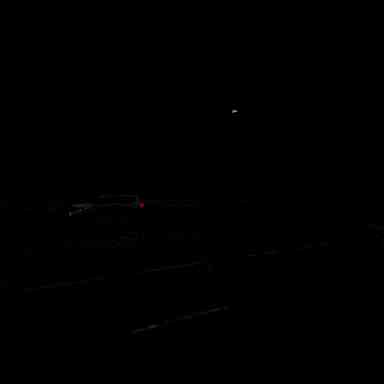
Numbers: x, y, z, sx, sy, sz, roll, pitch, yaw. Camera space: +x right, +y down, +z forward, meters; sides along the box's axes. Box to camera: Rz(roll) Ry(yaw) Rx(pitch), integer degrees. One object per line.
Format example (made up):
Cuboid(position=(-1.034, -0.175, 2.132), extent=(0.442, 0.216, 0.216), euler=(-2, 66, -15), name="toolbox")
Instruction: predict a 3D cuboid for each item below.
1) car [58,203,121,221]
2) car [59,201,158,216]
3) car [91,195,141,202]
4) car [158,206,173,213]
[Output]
Cuboid(position=(-8.546, 1.604, 27.931), extent=(4.718, 1.301, 1.895), euler=(0, 0, -35), name="car")
Cuboid(position=(-4.620, 1.479, 17.860), extent=(5.008, 1.535, 1.882), euler=(0, 0, -35), name="car")
Cuboid(position=(-6.358, 1.226, 25.194), extent=(5.566, 2.045, 2.150), euler=(0, 0, -35), name="car")
Cuboid(position=(-3.314, 1.603, 23.054), extent=(4.718, 1.301, 1.895), euler=(0, 0, -35), name="car")
